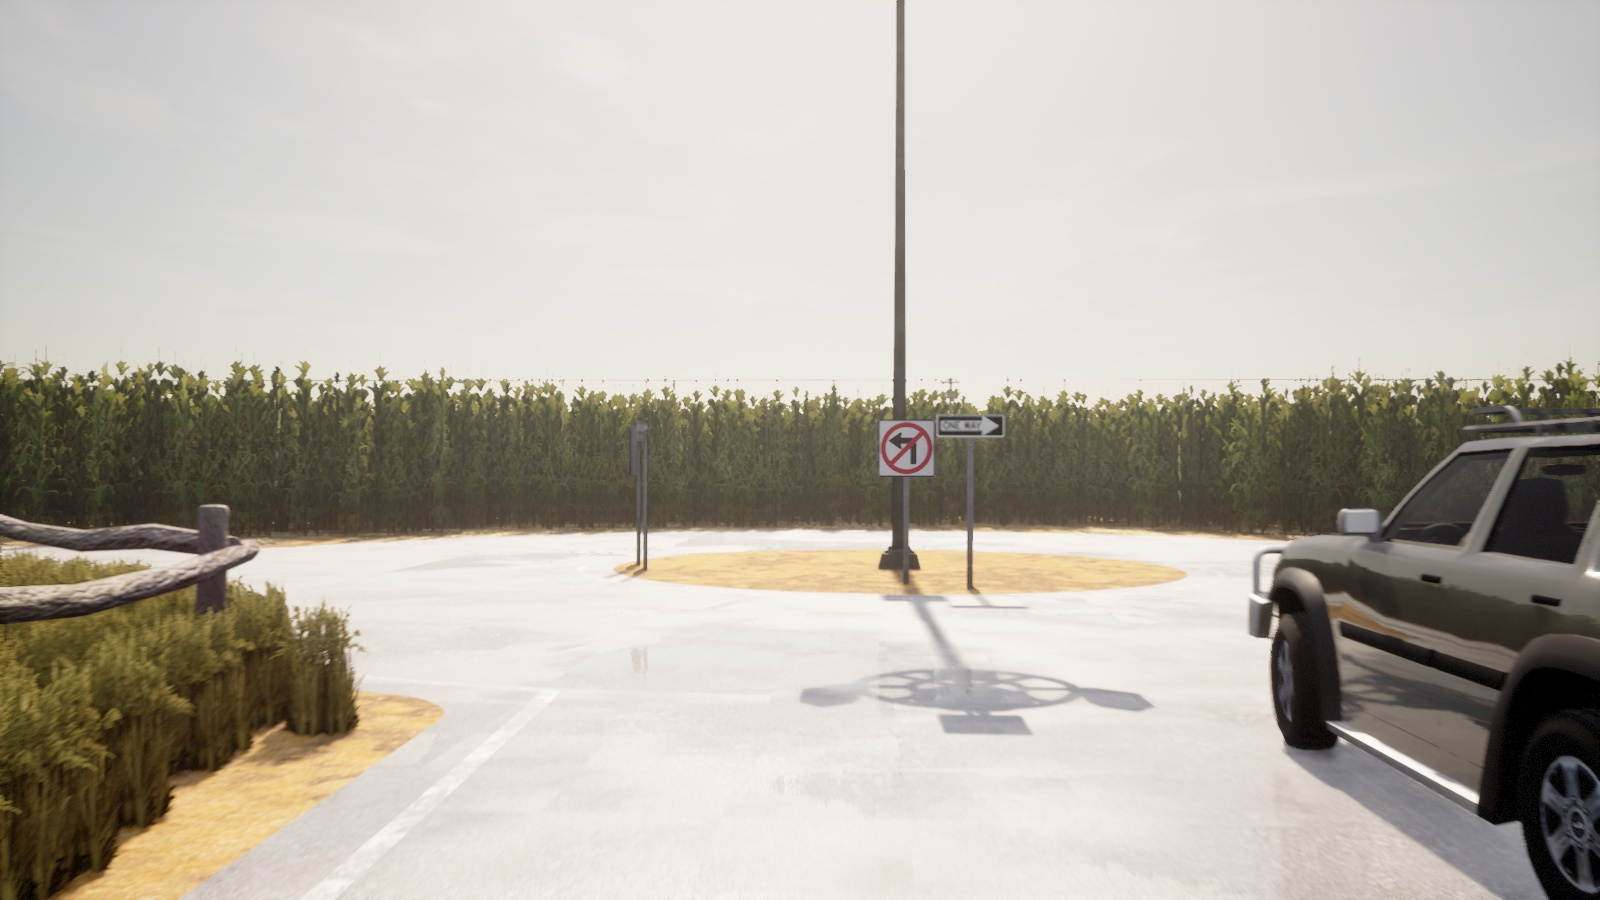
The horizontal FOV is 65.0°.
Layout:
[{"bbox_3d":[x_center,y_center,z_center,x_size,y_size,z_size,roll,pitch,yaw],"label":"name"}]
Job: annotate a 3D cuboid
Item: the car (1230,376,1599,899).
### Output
[{"bbox_3d":[3.598,0.711,5.635,1.932,1.855,4.605,-1,-1,3],"label":"car"}]
